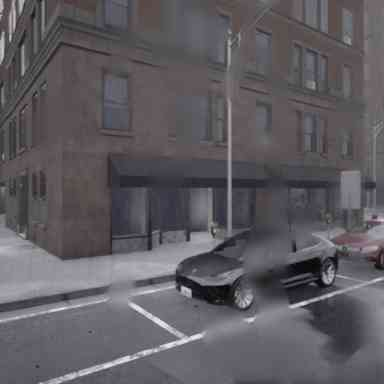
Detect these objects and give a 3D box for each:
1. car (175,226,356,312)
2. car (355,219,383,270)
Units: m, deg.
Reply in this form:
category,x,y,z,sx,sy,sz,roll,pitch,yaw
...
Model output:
category,x,y,z,sx,sy,sz,roll,pitch,yaw
car,1.661,1.563,7.720,4.313,1.339,1.947,0,0,-36
car,6.140,1.578,10.915,4.206,1.307,1.802,0,0,-36
